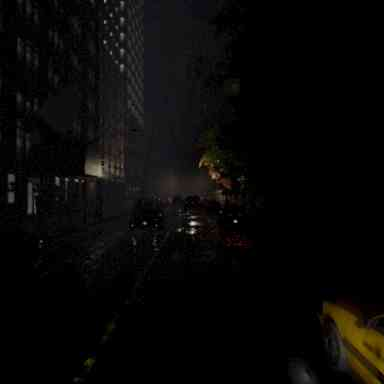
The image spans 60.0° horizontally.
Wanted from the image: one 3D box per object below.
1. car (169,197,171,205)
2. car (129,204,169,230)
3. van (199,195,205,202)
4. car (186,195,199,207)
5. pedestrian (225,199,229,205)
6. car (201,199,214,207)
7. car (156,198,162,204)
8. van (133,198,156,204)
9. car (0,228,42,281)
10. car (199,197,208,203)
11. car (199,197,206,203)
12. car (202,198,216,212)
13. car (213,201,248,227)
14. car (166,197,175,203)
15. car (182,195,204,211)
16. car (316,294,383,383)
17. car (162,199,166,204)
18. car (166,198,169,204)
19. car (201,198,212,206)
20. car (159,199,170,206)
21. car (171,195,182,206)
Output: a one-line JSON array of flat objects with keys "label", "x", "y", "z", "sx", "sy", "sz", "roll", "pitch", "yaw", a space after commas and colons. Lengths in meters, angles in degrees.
[{"label": "car", "x": -5.223, "y": 1.855, "z": 57.973, "sx": 1.752, "sy": 1.417, "sz": 4.829, "roll": 0, "pitch": 0, "yaw": 0}, {"label": "car", "x": -2.816, "y": 1.692, "z": 21.805, "sx": 1.994, "sy": 1.385, "sz": 4.181, "roll": 0, "pitch": 0, "yaw": 0}, {"label": "van", "x": 2.711, "y": 1.846, "z": 91.399, "sx": 1.690, "sy": 1.788, "sz": 3.998, "roll": 0, "pitch": 0, "yaw": 0}, {"label": "car", "x": 0.092, "y": 1.551, "z": 57.843, "sx": 2.150, "sy": 2.045, "sz": 5.566, "roll": 0, "pitch": 0, "yaw": 0}, {"label": "pedestrian", "x": 2.792, "y": 1.450, "z": 26.681, "sx": 0.375, "sy": 1.860, "sz": 0.375, "roll": 0, "pitch": 0, "yaw": 0}, {"label": "car", "x": 2.658, "y": 1.897, "z": 58.126, "sx": 1.947, "sy": 1.339, "sz": 4.313, "roll": 0, "pitch": 0, "yaw": 0}, {"label": "car", "x": -5.249, "y": 1.790, "z": 41.509, "sx": 2.008, "sy": 1.369, "sz": 4.403, "roll": 0, "pitch": 0, "yaw": 0}, {"label": "van", "x": -5.258, "y": 1.550, "z": 35.965, "sx": 1.690, "sy": 1.788, "sz": 3.998, "roll": 0, "pitch": 0, "yaw": 0}, {"label": "car", "x": -5.302, "y": 1.615, "z": 8.239, "sx": 1.947, "sy": 1.339, "sz": 4.313, "roll": 0, "pitch": 0, "yaw": 0}, {"label": "car", "x": 2.693, "y": 1.999, "z": 80.307, "sx": 2.008, "sy": 1.369, "sz": 4.403, "roll": 0, "pitch": 0, "yaw": 0}, {"label": "car", "x": 2.702, "y": 2.021, "z": 85.853, "sx": 1.887, "sy": 1.381, "sz": 4.507, "roll": 0, "pitch": 0, "yaw": 0}, {"label": "car", "x": 2.631, "y": 1.785, "z": 41.491, "sx": 1.887, "sy": 1.381, "sz": 4.507, "roll": 0, "pitch": 0, "yaw": 0}, {"label": "car", "x": 2.787, "y": 1.645, "z": 23.733, "sx": 1.837, "sy": 1.490, "sz": 4.892, "roll": 0, "pitch": 0, "yaw": 0}, {"label": "car", "x": -5.187, "y": 1.992, "z": 80.322, "sx": 1.887, "sy": 1.381, "sz": 4.507, "roll": 0, "pitch": 0, "yaw": 0}, {"label": "car", "x": 0.120, "y": 1.479, "z": 44.377, "sx": 2.150, "sy": 2.045, "sz": 5.566, "roll": 0, "pitch": 0, "yaw": 1}, {"label": "car", "x": 2.570, "y": 1.543, "z": 2.844, "sx": 1.752, "sy": 1.417, "sz": 4.829, "roll": 0, "pitch": 0, "yaw": 0}, {"label": "car", "x": -5.240, "y": 1.710, "z": 47.054, "sx": 1.967, "sy": 1.590, "sz": 4.097, "roll": 0, "pitch": 0, "yaw": 0}, {"label": "car", "x": -5.231, "y": 1.741, "z": 52.599, "sx": 1.967, "sy": 1.590, "sz": 4.097, "roll": 0, "pitch": 0, "yaw": 0}, {"label": "car", "x": 2.667, "y": 1.905, "z": 63.671, "sx": 1.887, "sy": 1.381, "sz": 4.507, "roll": 0, "pitch": 0, "yaw": 0}, {"label": "car", "x": -5.214, "y": 1.942, "z": 63.688, "sx": 1.802, "sy": 1.307, "sz": 4.206, "roll": 0, "pitch": 0, "yaw": 0}, {"label": "car", "x": -2.668, "y": 1.582, "z": 63.664, "sx": 2.150, "sy": 2.045, "sz": 5.566, "roll": 0, "pitch": 0, "yaw": 1}]
